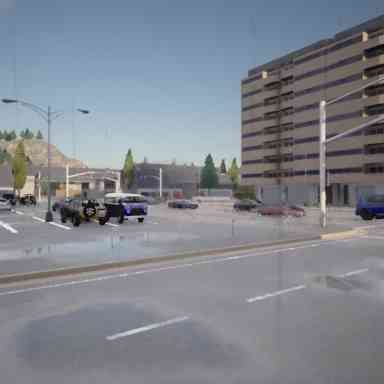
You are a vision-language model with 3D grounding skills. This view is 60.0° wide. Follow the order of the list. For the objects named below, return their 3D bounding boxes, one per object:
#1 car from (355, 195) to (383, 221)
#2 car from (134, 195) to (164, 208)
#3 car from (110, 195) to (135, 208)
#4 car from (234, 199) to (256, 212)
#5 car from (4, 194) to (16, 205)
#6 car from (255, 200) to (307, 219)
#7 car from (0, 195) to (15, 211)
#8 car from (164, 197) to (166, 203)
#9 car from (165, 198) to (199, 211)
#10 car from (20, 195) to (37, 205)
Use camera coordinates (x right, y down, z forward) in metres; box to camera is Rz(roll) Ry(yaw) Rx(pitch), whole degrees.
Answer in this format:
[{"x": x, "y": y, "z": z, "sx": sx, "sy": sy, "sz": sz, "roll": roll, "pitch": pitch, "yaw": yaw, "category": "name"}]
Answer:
[{"x": 15.406, "y": 1.263, "z": 25.366, "sx": 2.150, "sy": 2.045, "sz": 5.566, "roll": 0, "pitch": -1, "yaw": -35, "category": "car"}, {"x": -7.466, "y": 1.603, "z": 57.668, "sx": 2.033, "sy": 1.411, "sz": 5.357, "roll": 0, "pitch": 0, "yaw": -35, "category": "car"}, {"x": -12.009, "y": 1.656, "z": 58.071, "sx": 1.895, "sy": 1.301, "sz": 4.718, "roll": 0, "pitch": 0, "yaw": -35, "category": "car"}, {"x": 6.773, "y": 1.561, "z": 37.512, "sx": 1.837, "sy": 1.490, "sz": 4.892, "roll": 0, "pitch": 0, "yaw": -35, "category": "car"}, {"x": -29.688, "y": 1.212, "z": 53.706, "sx": 1.905, "sy": 1.878, "sz": 3.866, "roll": 0, "pitch": 0, "yaw": -35, "category": "car"}, {"x": 8.090, "y": 1.618, "z": 29.618, "sx": 1.994, "sy": 1.385, "sz": 4.181, "roll": 0, "pitch": 0, "yaw": -35, "category": "car"}, {"x": -21.832, "y": 1.451, "z": 37.872, "sx": 1.970, "sy": 1.475, "sz": 3.806, "roll": 0, "pitch": 0, "yaw": -35, "category": "car"}, {"x": -6.997, "y": 1.546, "z": 69.324, "sx": 2.128, "sy": 1.511, "sz": 4.902, "roll": 0, "pitch": 0, "yaw": -35, "category": "car"}, {"x": -1.118, "y": 1.656, "z": 42.584, "sx": 1.895, "sy": 1.301, "sz": 4.718, "roll": 0, "pitch": 0, "yaw": -35, "category": "car"}, {"x": -27.292, "y": 1.209, "z": 55.329, "sx": 1.932, "sy": 1.855, "sz": 4.605, "roll": 0, "pitch": 0, "yaw": -35, "category": "car"}]
